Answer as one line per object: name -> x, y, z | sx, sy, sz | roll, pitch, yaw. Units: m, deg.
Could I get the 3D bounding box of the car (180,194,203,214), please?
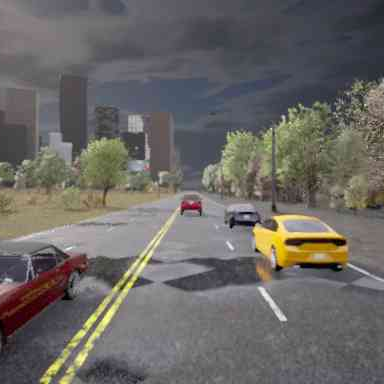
car -> -0.075, 1.226, 35.034 | 2.150, 2.045, 5.566 | 0, 0, 0

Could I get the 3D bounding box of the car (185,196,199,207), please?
car -> -0.007, 1.476, 51.936 | 2.128, 1.511, 4.902 | 0, 0, 0

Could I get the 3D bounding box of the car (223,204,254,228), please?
car -> 3.210, 1.514, 21.932 | 2.163, 1.488, 4.792 | 0, 0, 0

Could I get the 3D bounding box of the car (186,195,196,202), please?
car -> -0.146, 1.463, 73.837 | 2.128, 1.511, 4.902 | 0, 0, 0

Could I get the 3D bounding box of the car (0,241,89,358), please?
car -> -3.359, 1.605, 5.592 | 1.895, 1.301, 4.718 | 0, 0, 0

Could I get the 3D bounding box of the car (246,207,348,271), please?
car -> 3.232, 1.483, 10.898 | 1.882, 1.535, 5.008 | 0, 0, 0
